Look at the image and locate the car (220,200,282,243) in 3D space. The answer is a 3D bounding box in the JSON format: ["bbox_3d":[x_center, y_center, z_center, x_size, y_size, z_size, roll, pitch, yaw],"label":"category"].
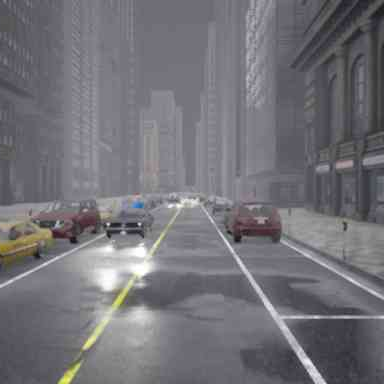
[{"bbox_3d":[2.763,1.261,15.689,2.192,1.841,5.009,0,0,0],"label":"car"}]

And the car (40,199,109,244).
[{"bbox_3d":[-5.762,1.261,15.684,2.192,1.841,5.009,0,0,0],"label":"car"}]

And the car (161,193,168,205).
[{"bbox_3d":[-5.754,1.149,55.168,2.192,1.841,5.009,0,0,0],"label":"car"}]

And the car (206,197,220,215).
[{"bbox_3d":[2.768,1.445,32.611,2.008,1.369,4.403,0,0,0],"label":"car"}]

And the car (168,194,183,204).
[{"bbox_3d":[-3.033,1.425,58.780,1.895,1.301,4.718,0,0,1],"label":"car"}]

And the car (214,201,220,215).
[{"bbox_3d":[2.765,1.479,21.330,2.008,1.369,4.403,0,0,0],"label":"car"}]

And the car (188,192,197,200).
[{"bbox_3d":[0.019,1.236,81.049,2.033,1.411,5.357,0,0,0],"label":"car"}]

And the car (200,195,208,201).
[{"bbox_3d":[2.778,1.319,77.735,1.887,1.381,4.507,0,0,0],"label":"car"}]

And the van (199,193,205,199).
[{"bbox_3d":[2.781,1.071,94.656,1.690,1.788,3.998,0,0,0],"label":"van"}]

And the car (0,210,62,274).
[{"bbox_3d":[-5.762,1.491,9.874,1.752,1.417,4.829,0,0,0],"label":"car"}]

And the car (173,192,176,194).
[{"bbox_3d":[-5.746,1.311,83.373,2.008,1.369,4.403,0,0,0],"label":"car"}]

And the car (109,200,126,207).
[{"bbox_3d":[-5.760,1.454,21.155,1.752,1.417,4.829,0,0,0],"label":"car"}]

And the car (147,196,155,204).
[{"bbox_3d":[-5.756,1.429,38.247,2.008,1.369,4.403,0,0,0],"label":"car"}]

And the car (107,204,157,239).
[{"bbox_3d":[-3.096,1.542,17.271,1.895,1.301,4.718,0,0,0],"label":"car"}]

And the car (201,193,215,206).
[{"bbox_3d":[2.771,1.288,49.531,1.967,1.590,4.097,0,0,0],"label":"car"}]

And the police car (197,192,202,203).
[{"bbox_3d":[2.381,1.237,63.308,1.930,1.638,5.238,0,0,0],"label":"police car"}]

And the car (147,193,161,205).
[{"bbox_3d":[-5.756,1.178,43.887,2.192,1.841,5.009,0,0,0],"label":"car"}]

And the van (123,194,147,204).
[{"bbox_3d":[-5.758,1.235,32.606,1.690,1.788,3.998,0,0,0],"label":"van"}]
